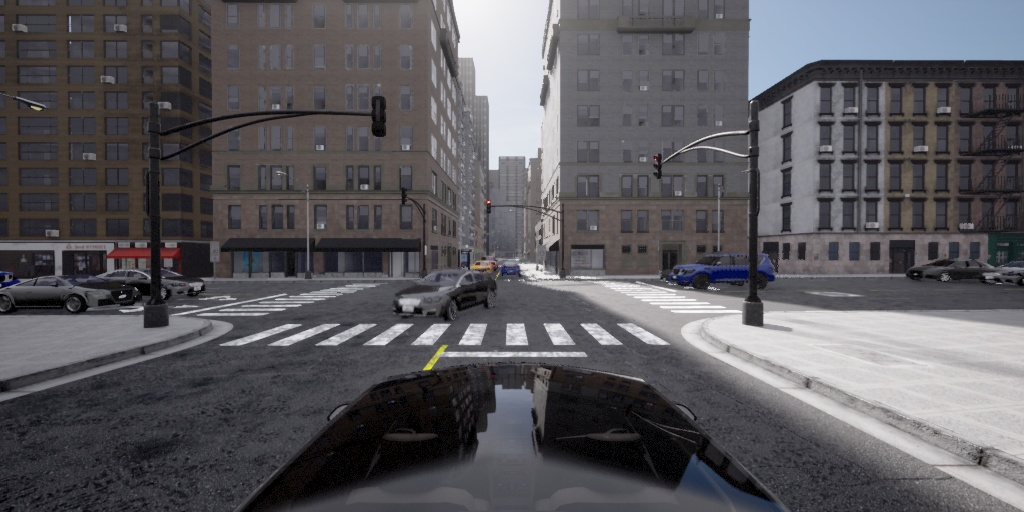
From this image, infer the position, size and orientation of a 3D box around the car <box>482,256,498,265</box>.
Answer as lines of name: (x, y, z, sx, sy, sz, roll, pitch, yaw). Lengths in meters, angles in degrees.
car: (-3.104, 0.984, 47.504, 2.150, 2.045, 5.566, 0, 0, 0)

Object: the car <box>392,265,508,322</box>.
car: (-2.117, 1.240, 12.517, 2.128, 1.511, 4.902, 0, 0, 21)

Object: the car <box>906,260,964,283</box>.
car: (29.927, 1.001, 24.450, 4.892, 1.490, 1.837, 0, 1, 0)

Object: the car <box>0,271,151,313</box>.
car: (-17.522, 1.441, 14.279, 4.181, 1.385, 1.994, 0, 1, 0)

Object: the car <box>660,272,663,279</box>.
car: (13.032, 1.156, 24.376, 5.357, 1.411, 2.033, 0, 1, 0)

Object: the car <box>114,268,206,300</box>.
car: (-17.790, 1.335, 17.538, 4.902, 1.511, 2.128, 0, 1, 1)

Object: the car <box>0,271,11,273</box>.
car: (-27.872, 1.111, 17.472, 5.566, 2.045, 2.150, 0, 1, -1)

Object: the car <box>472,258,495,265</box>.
car: (-3.100, 1.234, 37.548, 1.882, 1.535, 5.008, 0, 0, 0)

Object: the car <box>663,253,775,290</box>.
car: (12.295, 0.870, 21.077, 5.566, 2.045, 2.150, 0, 1, -2)

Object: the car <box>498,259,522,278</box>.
car: (-0.089, 1.233, 34.802, 1.882, 1.535, 5.008, 0, 0, 0)

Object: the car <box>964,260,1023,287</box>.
car: (30.699, 1.016, 21.200, 4.902, 1.511, 2.128, 0, 1, 0)
